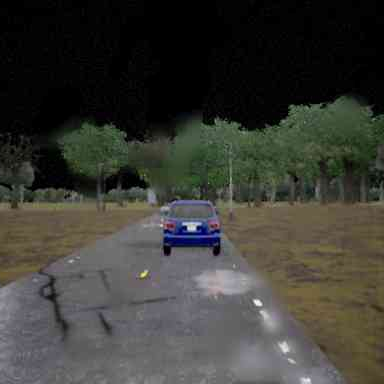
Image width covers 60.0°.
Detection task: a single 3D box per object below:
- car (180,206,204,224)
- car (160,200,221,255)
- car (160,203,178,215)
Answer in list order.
[{"bbox_3d":[-0.005,1.917,29.169,1.895,1.301,4.718,0,-1,0],"label":"car"},{"bbox_3d":[-0.003,1.363,14.067,2.150,2.045,5.566,0,0,0],"label":"car"},{"bbox_3d":[-2.761,2.056,40.695,1.895,1.301,4.718,0,-1,0],"label":"car"}]
